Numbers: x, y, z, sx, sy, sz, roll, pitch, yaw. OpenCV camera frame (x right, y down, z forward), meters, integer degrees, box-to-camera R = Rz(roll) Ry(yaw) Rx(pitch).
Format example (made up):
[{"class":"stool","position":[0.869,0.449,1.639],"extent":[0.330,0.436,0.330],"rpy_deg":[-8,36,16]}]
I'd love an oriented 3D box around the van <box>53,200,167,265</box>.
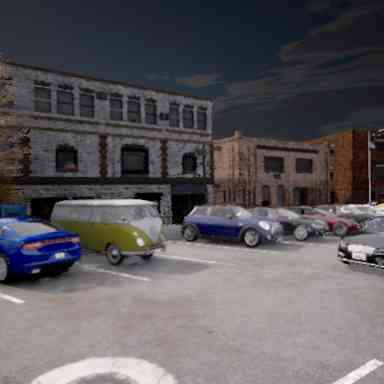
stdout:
[{"class":"van","position":[-2.866,1.257,11.420],"extent":[4.442,1.987,1.878],"rpy_deg":[-1,-1,34]}]

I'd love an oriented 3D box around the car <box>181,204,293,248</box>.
[{"class":"car","position":[1.789,1.362,14.909],"extent":[4.553,1.767,2.185],"rpy_deg":[-1,-1,35]}]

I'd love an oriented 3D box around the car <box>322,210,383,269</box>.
[{"class":"car","position":[6.568,1.493,10.515],"extent":[4.902,1.511,2.128],"rpy_deg":[0,0,-35]}]

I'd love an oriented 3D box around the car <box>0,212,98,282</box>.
[{"class":"car","position":[-5.348,1.485,9.770],"extent":[5.008,1.535,2.097],"rpy_deg":[-1,0,35]}]

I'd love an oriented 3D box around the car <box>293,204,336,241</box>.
[{"class":"car","position":[4.198,1.491,16.595],"extent":[4.892,1.521,2.231],"rpy_deg":[-1,-1,35]}]

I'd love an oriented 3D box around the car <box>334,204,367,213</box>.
[{"class":"car","position":[6.617,1.522,18.278],"extent":[4.792,1.488,2.163],"rpy_deg":[-1,-1,35]}]

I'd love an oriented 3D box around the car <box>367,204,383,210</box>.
[{"class":"car","position":[8.977,1.497,20.008],"extent":[4.892,1.521,2.231],"rpy_deg":[-1,-1,34]}]
